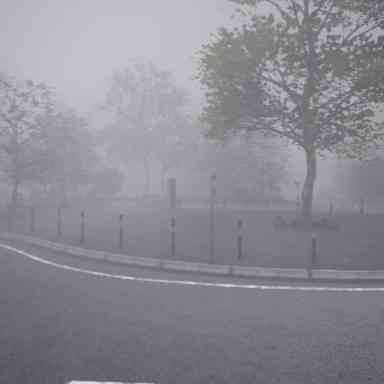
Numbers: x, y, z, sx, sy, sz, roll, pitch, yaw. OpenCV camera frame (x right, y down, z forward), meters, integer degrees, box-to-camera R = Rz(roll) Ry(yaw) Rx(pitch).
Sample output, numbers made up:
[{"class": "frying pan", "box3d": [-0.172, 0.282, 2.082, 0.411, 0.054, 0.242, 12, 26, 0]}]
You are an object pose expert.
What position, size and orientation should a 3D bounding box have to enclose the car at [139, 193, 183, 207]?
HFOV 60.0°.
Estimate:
[{"class": "car", "box3d": [-3.009, 0.762, 32.263, 4.181, 1.385, 1.994, 1, 1, 18]}]
